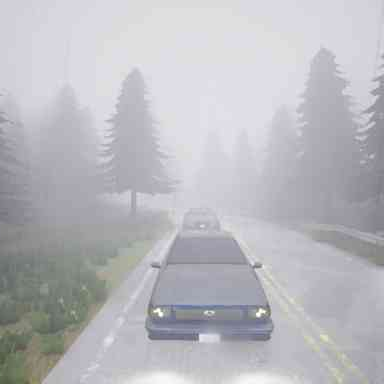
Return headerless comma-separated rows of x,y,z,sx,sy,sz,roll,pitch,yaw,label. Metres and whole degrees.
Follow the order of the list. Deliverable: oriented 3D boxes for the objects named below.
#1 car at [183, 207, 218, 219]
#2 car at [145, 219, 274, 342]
0.480,1.584,19.172,1.994,1.385,4.181,0,0,-2,car
0.285,1.558,7.088,2.033,1.411,5.357,0,0,1,car
